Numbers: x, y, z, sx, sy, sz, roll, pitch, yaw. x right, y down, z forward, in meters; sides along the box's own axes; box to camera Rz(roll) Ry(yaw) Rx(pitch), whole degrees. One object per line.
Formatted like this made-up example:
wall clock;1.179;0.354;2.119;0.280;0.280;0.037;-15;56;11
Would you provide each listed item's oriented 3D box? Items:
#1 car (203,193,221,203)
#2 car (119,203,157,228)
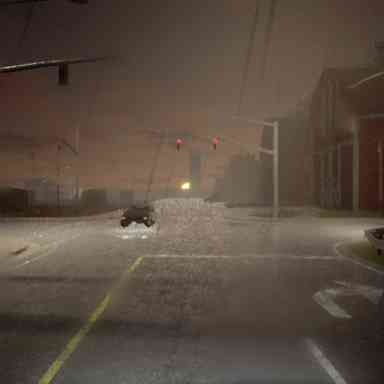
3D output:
car;4.163;1.142;68.159;1.905;1.878;3.866;-8;3;-42
car;-3.500;1.482;22.793;2.033;1.411;5.357;0;0;0
